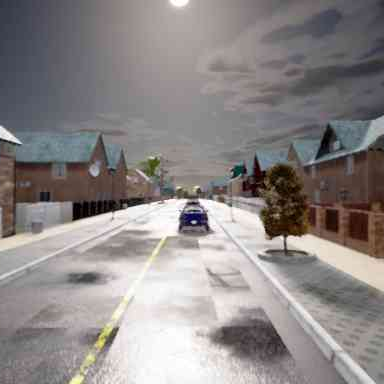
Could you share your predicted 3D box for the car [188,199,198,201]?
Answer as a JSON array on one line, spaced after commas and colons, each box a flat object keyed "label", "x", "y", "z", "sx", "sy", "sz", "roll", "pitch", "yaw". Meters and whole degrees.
[{"label": "car", "x": 0.125, "y": 1.601, "z": 41.787, "sx": 1.812, "sy": 1.442, "sz": 4.674, "roll": 0, "pitch": 0, "yaw": 0}]

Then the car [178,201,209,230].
[{"label": "car", "x": 0.113, "y": 1.543, "z": 21.202, "sx": 1.812, "sy": 1.442, "sz": 4.674, "roll": 0, "pitch": 0, "yaw": 0}]
